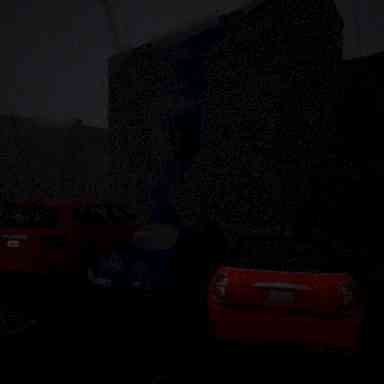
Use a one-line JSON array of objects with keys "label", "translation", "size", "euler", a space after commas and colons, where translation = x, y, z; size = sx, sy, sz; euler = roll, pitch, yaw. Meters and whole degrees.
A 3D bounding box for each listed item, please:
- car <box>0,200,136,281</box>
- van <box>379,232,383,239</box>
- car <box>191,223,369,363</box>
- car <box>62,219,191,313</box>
[{"label": "car", "translation": [-3.075, 1.241, 9.679], "size": [2.435, 2.045, 5.566], "euler": [0, -1, 16]}, {"label": "van", "translation": [4.112, 1.262, 4.654], "size": [1.878, 1.987, 4.442], "euler": [0, -1, 16]}, {"label": "car", "translation": [1.685, 1.360, 6.214], "size": [2.185, 1.767, 4.553], "euler": [0, -1, 15]}, {"label": "car", "translation": [-0.690, 1.529, 7.944], "size": [2.002, 1.452, 4.674], "euler": [0, -1, 16]}]
